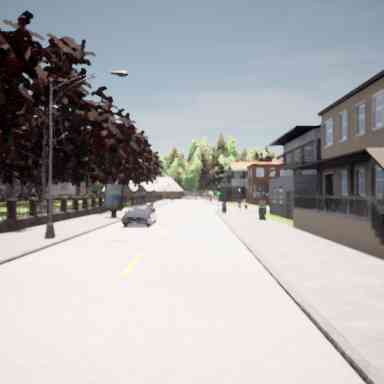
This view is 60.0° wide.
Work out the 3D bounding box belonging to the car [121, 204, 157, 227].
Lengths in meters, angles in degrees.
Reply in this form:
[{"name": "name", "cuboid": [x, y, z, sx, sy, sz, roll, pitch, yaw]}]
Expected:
[{"name": "car", "cuboid": [-3.600, 1.598, 23.753, 2.033, 1.411, 5.357, 0, 0, 1]}]
